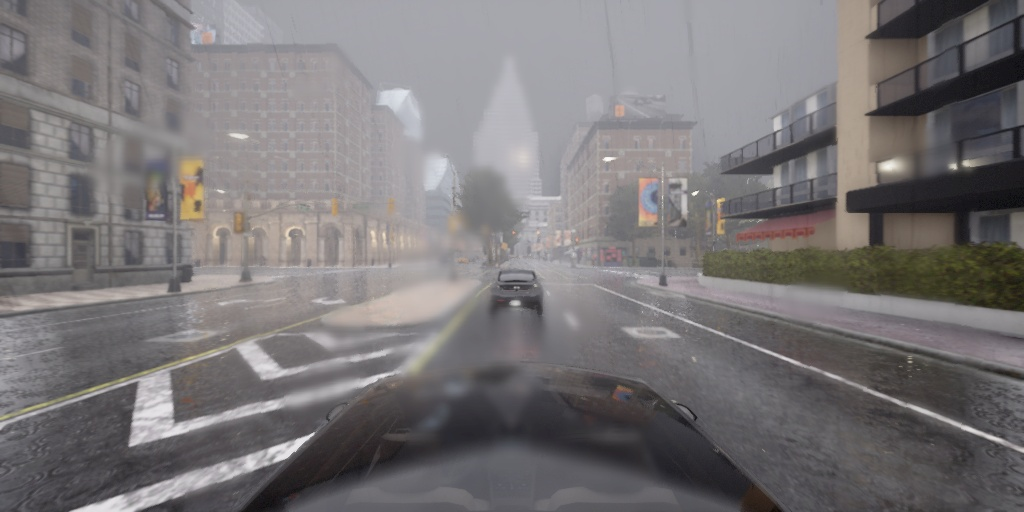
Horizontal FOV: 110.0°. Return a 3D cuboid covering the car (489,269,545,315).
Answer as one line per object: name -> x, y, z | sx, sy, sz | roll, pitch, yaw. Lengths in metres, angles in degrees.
car -> 0.181, 1.223, 13.384 | 1.837, 1.490, 4.892 | 0, 0, 1

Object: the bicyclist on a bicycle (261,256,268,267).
bicyclist on a bicycle -> -36.755, 0.867, 53.272 | 0.582, 1.620, 1.656 | 0, 0, 0
